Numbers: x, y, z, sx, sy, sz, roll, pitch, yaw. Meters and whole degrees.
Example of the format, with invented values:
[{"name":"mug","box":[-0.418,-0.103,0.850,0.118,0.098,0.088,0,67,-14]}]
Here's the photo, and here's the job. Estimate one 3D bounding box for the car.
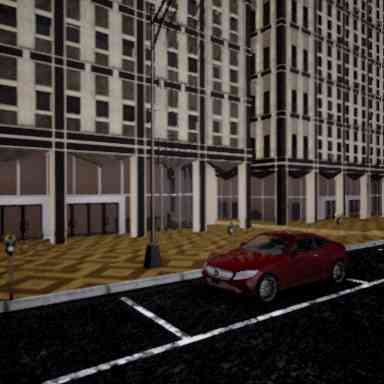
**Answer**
[{"name":"car","box":[2.200,1.617,8.139,4.206,1.307,1.802,0,-1,-36]}]
